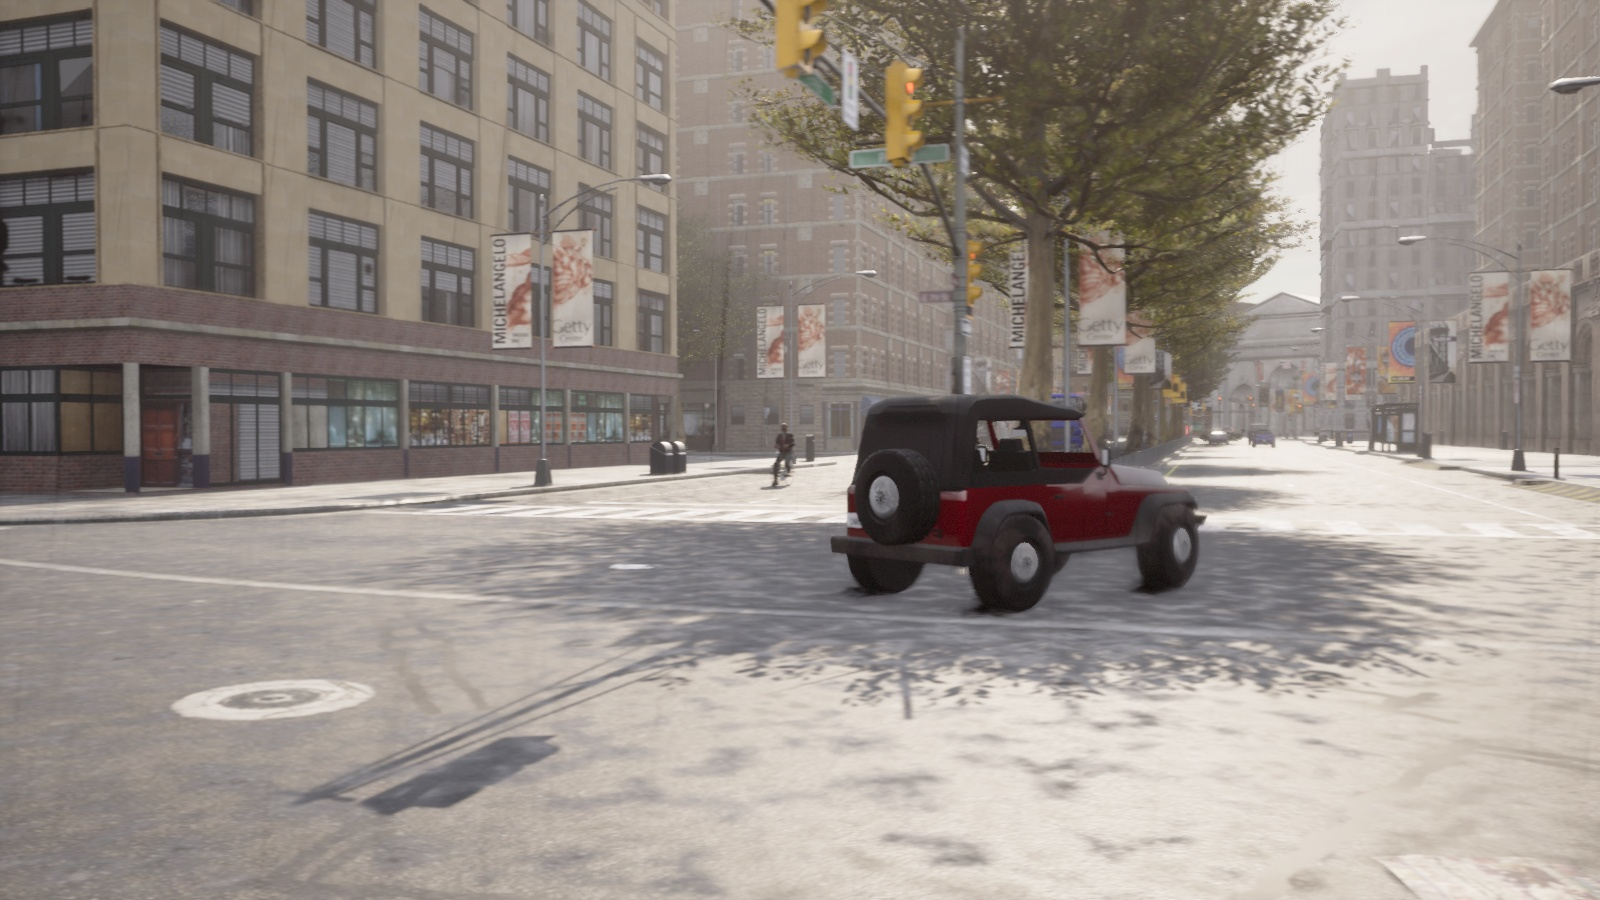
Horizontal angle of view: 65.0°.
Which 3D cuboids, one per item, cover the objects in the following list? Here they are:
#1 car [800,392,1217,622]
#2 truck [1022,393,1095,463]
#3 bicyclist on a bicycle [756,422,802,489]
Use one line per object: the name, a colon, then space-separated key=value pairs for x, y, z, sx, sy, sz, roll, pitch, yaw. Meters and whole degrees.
car: x=2.100 y=0.435 z=12.172 sx=3.866 sy=1.878 sz=1.905 roll=-1 pitch=1 yaw=-40
truck: x=13.818 y=-1.171 z=66.671 sx=2.891 sy=3.462 sz=7.936 roll=1 pitch=1 yaw=18
bicyclist on a bicycle: x=-0.563 y=0.144 z=34.415 sx=0.659 sy=1.776 sz=1.843 roll=1 pitch=1 yaw=19
